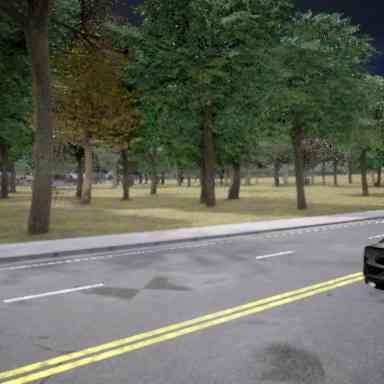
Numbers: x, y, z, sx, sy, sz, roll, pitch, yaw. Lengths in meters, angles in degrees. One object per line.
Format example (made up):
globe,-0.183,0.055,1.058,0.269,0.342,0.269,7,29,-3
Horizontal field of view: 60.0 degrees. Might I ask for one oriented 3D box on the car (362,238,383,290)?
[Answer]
car,5.919,1.420,7.664,5.008,1.535,1.882,-1,0,-36
